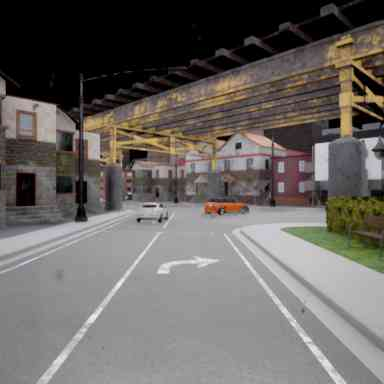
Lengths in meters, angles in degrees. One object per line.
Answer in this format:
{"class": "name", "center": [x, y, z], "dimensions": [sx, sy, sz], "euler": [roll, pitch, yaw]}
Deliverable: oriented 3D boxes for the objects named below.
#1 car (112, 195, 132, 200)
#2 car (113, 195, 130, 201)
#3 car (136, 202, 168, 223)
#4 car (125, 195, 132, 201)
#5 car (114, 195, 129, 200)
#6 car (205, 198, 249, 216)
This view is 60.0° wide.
{"class": "car", "center": [-16.904, 1.286, 80.091], "dimensions": [4.536, 1.218, 1.853], "euler": [0, 0, -15]}
{"class": "car", "center": [-17.637, 1.443, 83.746], "dimensions": [2.038, 1.542, 4.974], "euler": [0, 0, 15]}
{"class": "car", "center": [-3.038, 1.523, 25.836], "dimensions": [1.812, 1.442, 4.674], "euler": [0, 0, 4]}
{"class": "car", "center": [-16.954, 1.443, 80.078], "dimensions": [4.974, 1.542, 2.038], "euler": [0, 0, -15]}
{"class": "car", "center": [-17.624, 1.285, 83.796], "dimensions": [1.853, 1.218, 4.536], "euler": [0, 0, 15]}
{"class": "car", "center": [3.520, 1.349, 33.058], "dimensions": [4.553, 1.767, 2.097], "euler": [0, 1, -38]}
